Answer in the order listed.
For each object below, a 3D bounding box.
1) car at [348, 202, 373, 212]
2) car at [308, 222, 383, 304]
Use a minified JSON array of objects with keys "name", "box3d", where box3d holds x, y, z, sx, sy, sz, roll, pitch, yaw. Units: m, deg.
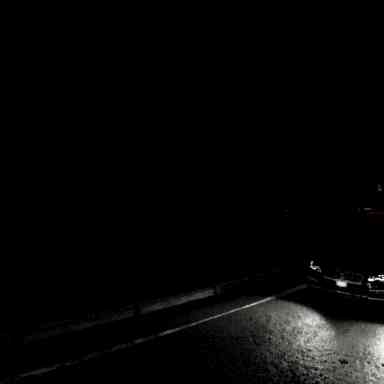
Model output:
[{"name":"car","box3d":[26.391,2.351,52.222,1.837,1.490,4.892,-4,-3,-2]},{"name":"car","box3d":[4.605,1.537,8.141,4.892,1.490,1.837,0,0,-45]}]
